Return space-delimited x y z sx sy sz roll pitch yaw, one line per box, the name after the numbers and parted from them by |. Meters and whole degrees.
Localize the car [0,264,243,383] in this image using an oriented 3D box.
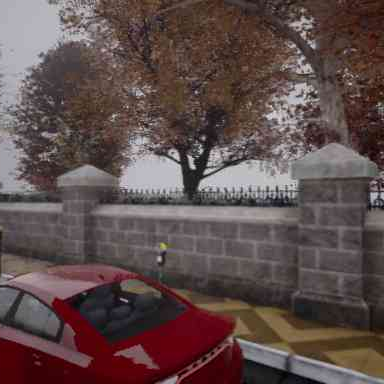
-1.603 1.577 4.020 4.507 1.381 1.887 -1 -1 36 | car
